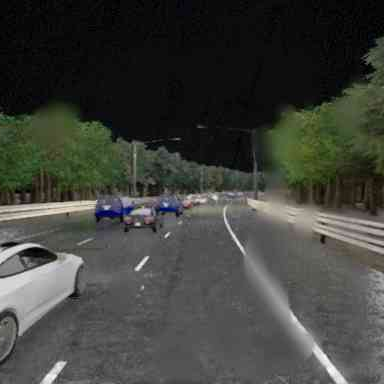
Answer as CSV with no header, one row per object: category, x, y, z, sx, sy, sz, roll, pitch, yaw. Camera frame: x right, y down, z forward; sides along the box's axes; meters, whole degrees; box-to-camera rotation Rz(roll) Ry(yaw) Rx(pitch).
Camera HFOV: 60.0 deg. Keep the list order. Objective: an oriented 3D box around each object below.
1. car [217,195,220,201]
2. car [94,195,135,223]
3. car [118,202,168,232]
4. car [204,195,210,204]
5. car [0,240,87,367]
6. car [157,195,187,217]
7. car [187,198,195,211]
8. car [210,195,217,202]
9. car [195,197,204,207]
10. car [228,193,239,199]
car,5.988,1.527,86.124,1.812,1.442,4.674,0,0,12
car,-5.945,1.284,26.484,2.150,2.045,5.566,0,0,4
car,-2.819,1.576,20.192,1.812,1.442,4.674,0,0,2
car,1.890,1.664,64.830,1.895,1.301,4.718,0,0,9
car,-3.304,1.539,5.628,1.812,1.442,4.674,0,0,1
car,-2.111,1.304,32.511,2.150,2.045,5.566,0,0,5
car,-1.066,1.707,43.318,1.895,1.301,4.718,0,0,6
car,3.794,1.523,75.490,2.128,1.511,4.902,0,0,11
car,0.268,1.695,54.092,1.895,1.301,4.718,0,0,8
car,11.445,1.260,94.719,1.882,1.535,5.008,0,1,14
